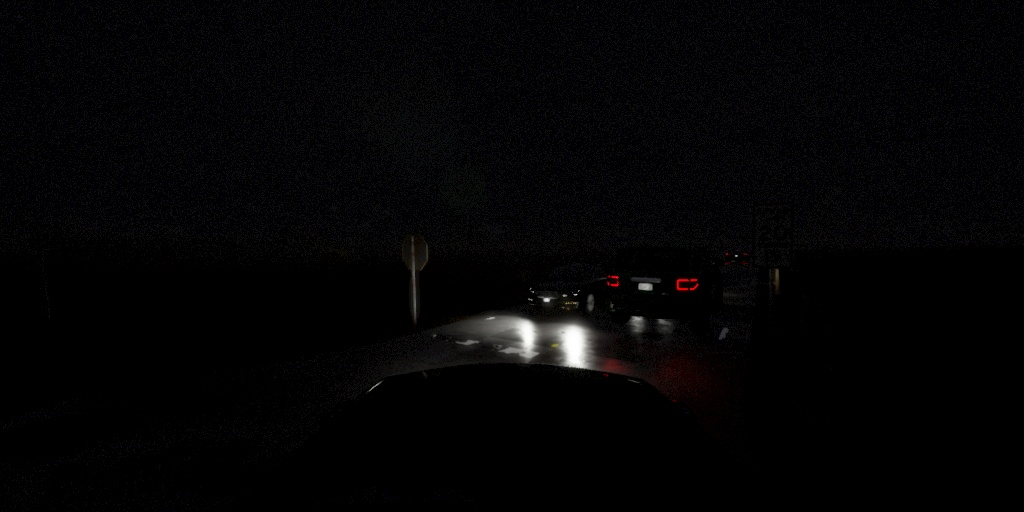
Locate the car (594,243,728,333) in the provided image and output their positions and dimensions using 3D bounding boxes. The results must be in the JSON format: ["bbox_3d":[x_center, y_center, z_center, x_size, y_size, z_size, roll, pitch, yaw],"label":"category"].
[{"bbox_3d":[4.419,0.659,9.945,2.150,2.045,5.566,1,3,35],"label":"car"}]

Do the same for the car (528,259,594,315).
[{"bbox_3d":[2.361,0.893,11.982,1.837,1.490,4.892,1,3,35],"label":"car"}]

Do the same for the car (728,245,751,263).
[{"bbox_3d":[22.124,-0.119,35.164,1.994,1.385,4.181,1,2,35],"label":"car"}]

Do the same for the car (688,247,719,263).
[{"bbox_3d":[19.465,-0.148,36.345,2.033,1.411,5.357,1,2,35],"label":"car"}]
